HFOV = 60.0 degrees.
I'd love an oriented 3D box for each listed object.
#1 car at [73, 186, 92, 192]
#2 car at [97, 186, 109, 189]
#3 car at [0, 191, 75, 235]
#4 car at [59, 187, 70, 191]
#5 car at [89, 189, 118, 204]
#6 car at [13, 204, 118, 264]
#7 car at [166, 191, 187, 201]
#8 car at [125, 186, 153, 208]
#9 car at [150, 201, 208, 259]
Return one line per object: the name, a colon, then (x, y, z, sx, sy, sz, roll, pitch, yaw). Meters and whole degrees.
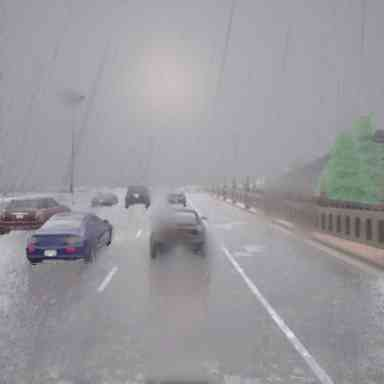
car: (-20.813, -0.436, 64.577, 1.882, 1.535, 5.008, 0, 1, -3)
car: (-17.324, -0.423, 64.828, 1.837, 1.490, 4.892, 0, 1, -3)
car: (-7.728, 1.038, 16.873, 2.097, 1.767, 4.553, 0, 2, -3)
car: (-24.316, -0.357, 64.632, 1.994, 1.385, 4.181, 0, 1, -3)
car: (-8.558, 0.692, 32.920, 1.994, 1.385, 4.181, 0, 2, -3)
car: (-3.943, 1.402, 11.303, 1.812, 1.442, 4.674, 0, 2, -3)
car: (-1.577, 0.597, 33.474, 2.128, 1.511, 4.902, 0, 2, -3)
car: (-4.988, 0.391, 31.668, 2.150, 2.045, 5.566, 0, 2, -3)
car: (-0.480, 1.354, 12.108, 1.837, 1.490, 4.892, 0, 3, -3)
